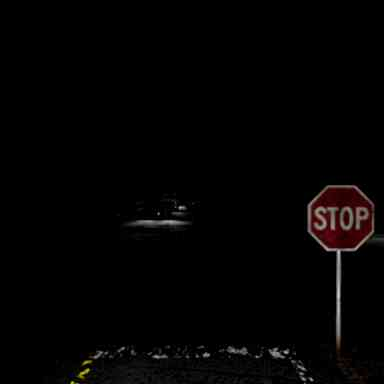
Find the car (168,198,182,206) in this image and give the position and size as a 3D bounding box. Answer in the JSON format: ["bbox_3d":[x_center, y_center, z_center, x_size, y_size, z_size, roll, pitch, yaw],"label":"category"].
[{"bbox_3d":[-2.728,1.608,54.573,1.895,1.301,4.718,0,0,0],"label":"car"}]

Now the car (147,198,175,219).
[{"bbox_3d":[-2.754,1.532,29.371,1.837,1.490,4.892,0,0,-1],"label":"car"}]

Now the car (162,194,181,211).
[{"bbox_3d":[-2.760,1.241,40.607,2.150,2.045,5.566,0,0,0],"label":"car"}]

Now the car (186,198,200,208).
[{"bbox_3d":[0.196,1.579,48.423,1.994,1.385,4.181,0,0,0],"label":"car"}]
